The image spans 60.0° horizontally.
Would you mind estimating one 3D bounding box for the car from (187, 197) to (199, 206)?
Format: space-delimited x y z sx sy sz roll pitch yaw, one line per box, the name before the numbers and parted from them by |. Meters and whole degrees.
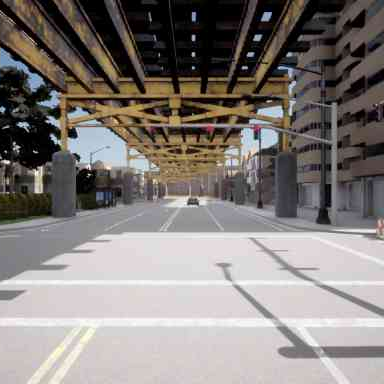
car | 0.178 1.564 56.250 1.994 1.385 4.181 0 0 0
